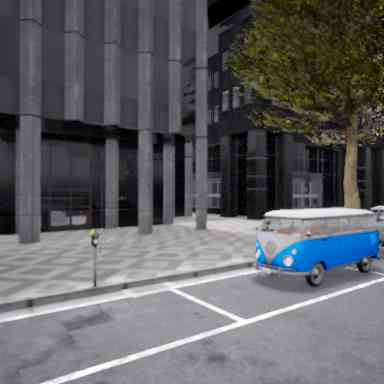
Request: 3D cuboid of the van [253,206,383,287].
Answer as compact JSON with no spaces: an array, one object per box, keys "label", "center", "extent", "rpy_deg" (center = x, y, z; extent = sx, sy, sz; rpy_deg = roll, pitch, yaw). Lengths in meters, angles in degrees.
[{"label":"van","center":[3.485,1.357,9.130],"extent":[3.998,1.788,1.690],"rpy_deg":[0,0,-35]}]
